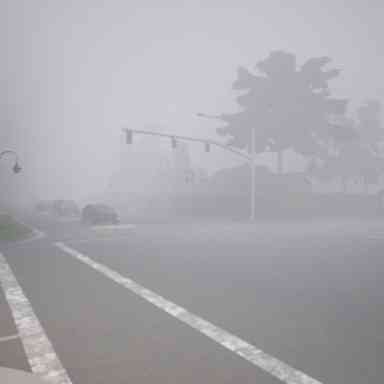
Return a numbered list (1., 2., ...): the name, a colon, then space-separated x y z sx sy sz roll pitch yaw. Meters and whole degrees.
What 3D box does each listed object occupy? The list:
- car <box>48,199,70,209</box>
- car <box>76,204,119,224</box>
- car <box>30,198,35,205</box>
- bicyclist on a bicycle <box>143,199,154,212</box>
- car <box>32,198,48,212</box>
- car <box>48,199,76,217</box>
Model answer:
1. car: -21.193 1.882 52.807 2.128 1.511 4.902 1 -1 -35
2. car: -7.566 1.728 27.090 1.837 1.490 4.892 1 -1 -35
3. car: -31.285 1.979 66.929 1.812 1.442 4.674 1 -1 -35
4. bicyclist on a bicycle: -5.500 1.697 42.344 1.656 1.620 0.582 1 -1 -35
5. car: -19.059 1.873 43.380 1.994 1.385 4.181 1 -1 -35
6. car: -13.318 1.619 35.241 2.097 1.767 4.553 1 -1 -35
